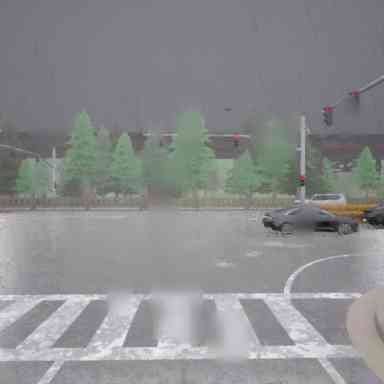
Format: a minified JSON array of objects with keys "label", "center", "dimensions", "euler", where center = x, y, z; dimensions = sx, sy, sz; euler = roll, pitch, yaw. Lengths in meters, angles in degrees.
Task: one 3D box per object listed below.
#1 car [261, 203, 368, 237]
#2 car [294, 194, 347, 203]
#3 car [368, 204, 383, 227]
[{"label":"car","center":[6.108,1.492,17.423],"dimensions":[4.902,1.511,2.128],"euler":[0,0,-2]},{"label":"car","center":[13.546,1.220,35.357],"dimensions":[5.566,2.045,2.150],"euler":[0,0,-2]},{"label":"car","center":[13.338,1.506,21.143],"dimensions":[4.892,1.490,1.837],"euler":[0,0,-2]}]
